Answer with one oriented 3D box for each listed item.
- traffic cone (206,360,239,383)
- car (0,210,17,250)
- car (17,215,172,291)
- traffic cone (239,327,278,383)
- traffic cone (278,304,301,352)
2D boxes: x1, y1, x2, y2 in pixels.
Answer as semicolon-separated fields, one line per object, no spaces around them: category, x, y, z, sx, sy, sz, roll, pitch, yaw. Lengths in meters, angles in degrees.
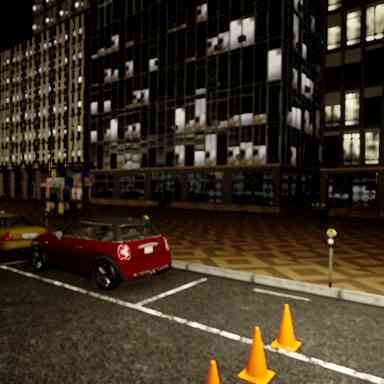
traffic cone;0.198;1.935;3.225;0.340;0.580;0.340;1;1;36
car;-7.194;1.362;12.235;4.829;1.417;1.752;1;1;36
car;-2.581;1.348;8.892;4.097;1.590;1.967;1;1;36
traffic cone;0.785;1.935;4.034;0.340;0.580;0.340;1;1;36
traffic cone;1.372;1.935;4.844;0.340;0.580;0.340;1;1;36
